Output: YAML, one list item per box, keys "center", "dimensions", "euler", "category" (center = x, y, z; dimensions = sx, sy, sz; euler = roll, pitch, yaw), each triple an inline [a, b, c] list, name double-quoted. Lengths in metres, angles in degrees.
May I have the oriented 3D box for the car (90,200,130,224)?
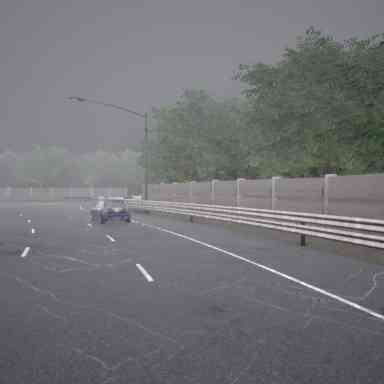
- center: [-6.200, 1.352, 24.810]
  dimensions: [2.097, 1.767, 4.553]
  euler: [0, 0, -28]
  category: "car"
